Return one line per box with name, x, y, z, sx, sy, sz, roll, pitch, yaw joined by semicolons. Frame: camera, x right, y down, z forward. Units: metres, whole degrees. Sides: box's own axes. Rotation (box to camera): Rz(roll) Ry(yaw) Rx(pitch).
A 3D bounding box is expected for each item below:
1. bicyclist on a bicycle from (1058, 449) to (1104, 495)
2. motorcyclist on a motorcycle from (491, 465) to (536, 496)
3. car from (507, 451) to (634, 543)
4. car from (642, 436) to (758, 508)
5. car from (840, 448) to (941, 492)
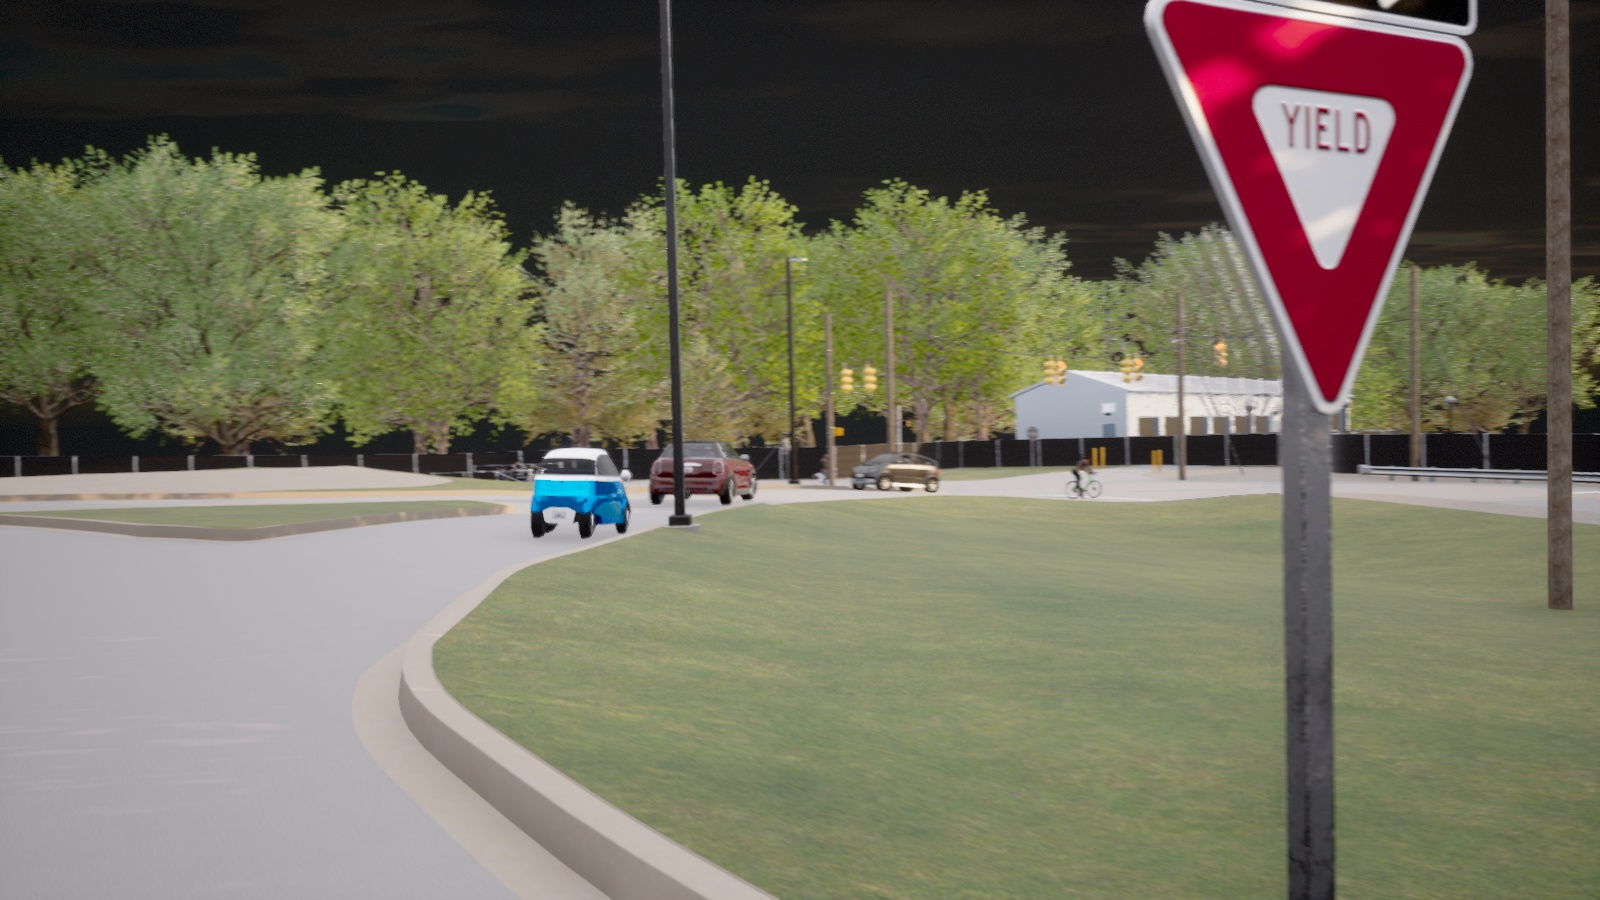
bicyclist on a bicycle;10.614;0.829;47.414;1.656;1.620;0.582;-2;2;-24
motorcyclist on a motorcycle;-15.593;1.664;68.425;2.191;1.530;0.866;-2;2;0
car;-3.560;0.708;19.784;1.481;1.376;2.207;0;0;3
car;-2.575;0.548;33.423;2.097;1.767;4.553;-1;0;8
car;3.571;0.809;49.178;3.705;1.549;1.789;3;-3;-38
